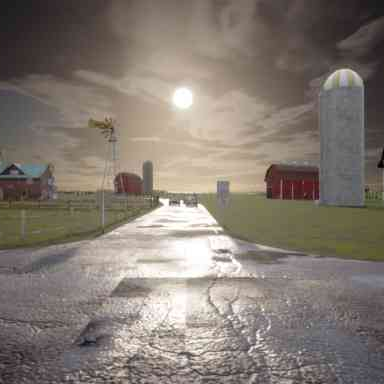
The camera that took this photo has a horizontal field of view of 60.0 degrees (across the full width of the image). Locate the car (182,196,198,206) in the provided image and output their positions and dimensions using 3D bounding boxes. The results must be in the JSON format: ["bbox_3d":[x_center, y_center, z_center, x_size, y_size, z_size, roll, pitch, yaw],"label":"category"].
[{"bbox_3d":[-0.080,1.518,54.009,2.128,1.511,4.902,0,0,-2],"label":"car"}]

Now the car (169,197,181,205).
[{"bbox_3d":[-3.019,1.588,58.105,1.994,1.385,4.181,0,0,-2],"label":"car"}]

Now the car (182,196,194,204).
[{"bbox_3d":[-0.748,1.525,64.117,1.837,1.490,4.892,0,0,-6],"label":"car"}]
